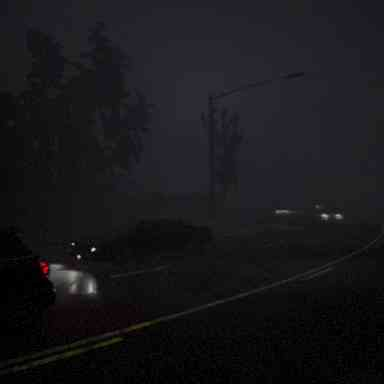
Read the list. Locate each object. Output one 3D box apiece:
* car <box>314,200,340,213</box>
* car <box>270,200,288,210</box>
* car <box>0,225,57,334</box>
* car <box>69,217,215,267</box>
[{"bbox_3d":[16.606,1.771,41.094,1.882,1.535,5.008,-1,-1,6],"label":"car"},{"bbox_3d":[13.525,1.990,52.193,2.128,1.511,4.902,-1,-1,-1],"label":"car"},{"bbox_3d":[-4.668,1.379,5.189,4.553,1.767,2.097,0,0,-36],"label":"car"},{"bbox_3d":[-1.528,1.614,12.023,5.357,1.411,2.033,0,-1,-43],"label":"car"}]
